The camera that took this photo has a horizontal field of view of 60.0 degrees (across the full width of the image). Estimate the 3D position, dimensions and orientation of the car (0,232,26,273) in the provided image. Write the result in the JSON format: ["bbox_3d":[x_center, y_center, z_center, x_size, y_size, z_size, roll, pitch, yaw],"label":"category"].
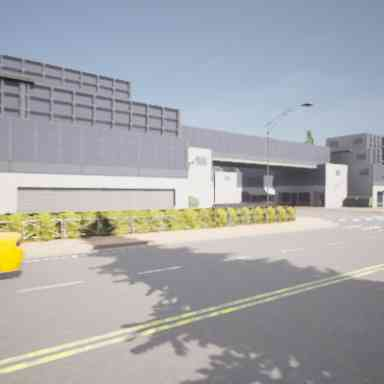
[{"bbox_3d":[-6.703,1.472,7.805,5.008,1.535,1.882,0,0,-35],"label":"car"}]
